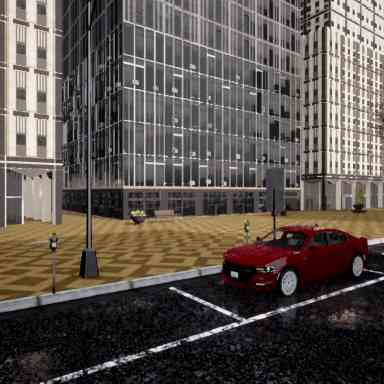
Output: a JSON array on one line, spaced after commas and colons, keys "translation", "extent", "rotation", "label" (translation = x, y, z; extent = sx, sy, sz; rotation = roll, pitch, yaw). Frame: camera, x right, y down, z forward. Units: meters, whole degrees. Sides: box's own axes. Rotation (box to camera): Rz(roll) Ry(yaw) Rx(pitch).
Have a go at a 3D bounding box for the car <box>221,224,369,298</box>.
[{"translation": [2.751, 1.545, 8.528], "extent": [4.507, 1.381, 1.887], "rotation": [0, 0, -36], "label": "car"}]
